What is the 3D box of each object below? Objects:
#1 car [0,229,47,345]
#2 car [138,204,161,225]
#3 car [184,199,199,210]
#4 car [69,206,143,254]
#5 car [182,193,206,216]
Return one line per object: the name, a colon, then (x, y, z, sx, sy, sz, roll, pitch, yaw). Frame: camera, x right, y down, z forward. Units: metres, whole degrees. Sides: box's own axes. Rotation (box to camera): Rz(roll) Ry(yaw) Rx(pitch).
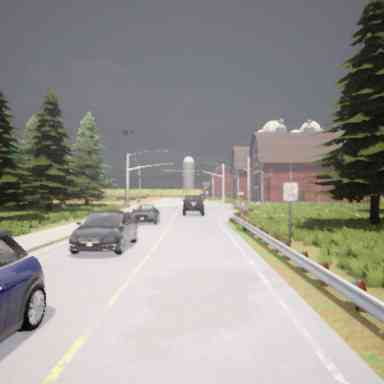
car: (-3.562, 1.347, 3.821, 2.097, 1.767, 4.553, 0, 0, 1)
car: (-3.400, 1.613, 24.488, 1.994, 1.385, 4.181, 0, 0, 0)
car: (-0.128, 1.668, 46.475, 2.033, 1.411, 5.357, 0, 0, -1)
car: (-3.420, 1.526, 13.618, 1.837, 1.490, 4.892, 0, 0, 1)
car: (0.127, 1.312, 34.396, 2.150, 2.045, 5.566, 0, 0, -1)
